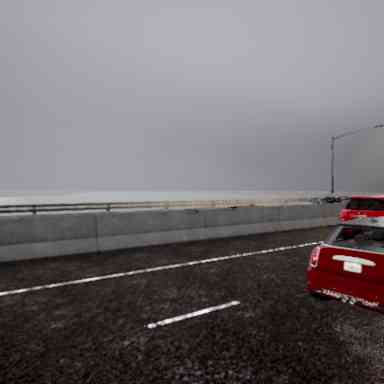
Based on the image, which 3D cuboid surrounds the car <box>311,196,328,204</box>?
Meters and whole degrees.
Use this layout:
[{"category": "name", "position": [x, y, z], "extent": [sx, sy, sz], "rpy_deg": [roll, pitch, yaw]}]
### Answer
[{"category": "car", "position": [16.859, 1.271, 41.701], "extent": [4.892, 1.490, 1.837], "rpy_deg": [0, 0, -35]}]

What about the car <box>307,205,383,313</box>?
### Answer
[{"category": "car", "position": [4.500, 1.304, 6.979], "extent": [4.553, 1.767, 2.097], "rpy_deg": [0, 0, -36]}]

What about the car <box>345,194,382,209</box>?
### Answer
[{"category": "car", "position": [20.773, 1.102, 40.159], "extent": [4.553, 1.767, 2.097], "rpy_deg": [0, 0, -35]}]

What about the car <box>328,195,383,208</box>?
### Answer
[{"category": "car", "position": [8.456, 1.128, 14.109], "extent": [5.566, 2.045, 2.150], "rpy_deg": [0, 0, -35]}]
